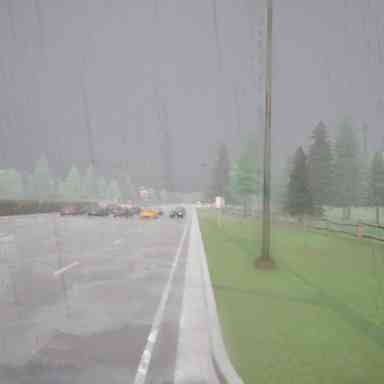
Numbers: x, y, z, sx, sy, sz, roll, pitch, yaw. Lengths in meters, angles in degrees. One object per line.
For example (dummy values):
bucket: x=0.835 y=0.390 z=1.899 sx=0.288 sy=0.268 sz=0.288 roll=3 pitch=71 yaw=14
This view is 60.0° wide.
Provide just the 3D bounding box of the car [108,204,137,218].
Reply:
car: x=-9.171 y=2.667 z=44.369 sx=2.128 sy=1.511 sz=4.902 roll=1 pitch=-2 yaw=1

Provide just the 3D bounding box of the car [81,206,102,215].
car: x=-16.188 y=2.887 z=53.752 sx=1.895 sy=1.301 sz=4.718 roll=2 pitch=-2 yaw=0

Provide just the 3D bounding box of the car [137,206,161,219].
car: x=-5.673 y=2.744 z=44.317 sx=1.882 sy=1.535 sz=5.008 roll=1 pitch=-2 yaw=1

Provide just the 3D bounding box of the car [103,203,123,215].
car: x=-12.683 y=2.729 z=53.682 sx=2.097 sy=1.767 sz=4.553 roll=2 pitch=-2 yaw=0

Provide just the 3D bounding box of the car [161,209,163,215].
car: x=-5.691 y=3.165 z=53.746 sx=1.895 sy=1.301 sz=4.718 roll=2 pitch=-2 yaw=0

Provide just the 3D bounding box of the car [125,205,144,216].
car: x=-9.188 y=2.961 z=53.690 sx=2.128 sy=1.511 sz=4.902 roll=2 pitch=-2 yaw=0

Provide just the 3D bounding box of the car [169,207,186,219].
car: x=-2.121 y=3.050 z=47.135 sx=1.895 sy=1.301 sz=4.718 roll=2 pitch=-2 yaw=0

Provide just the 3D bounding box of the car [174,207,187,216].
car: x=-2.067 y=3.395 z=59.692 sx=2.033 sy=1.411 sz=5.357 roll=2 pitch=-2 yaw=0

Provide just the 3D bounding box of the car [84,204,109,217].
car: x=-12.659 y=2.670 z=45.083 sx=1.994 sy=1.385 sz=4.181 roll=2 pitch=-2 yaw=0

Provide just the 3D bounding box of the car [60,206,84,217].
car: x=-16.164 y=2.573 z=44.965 sx=1.994 sy=1.385 sz=4.181 roll=1 pitch=-2 yaw=1
